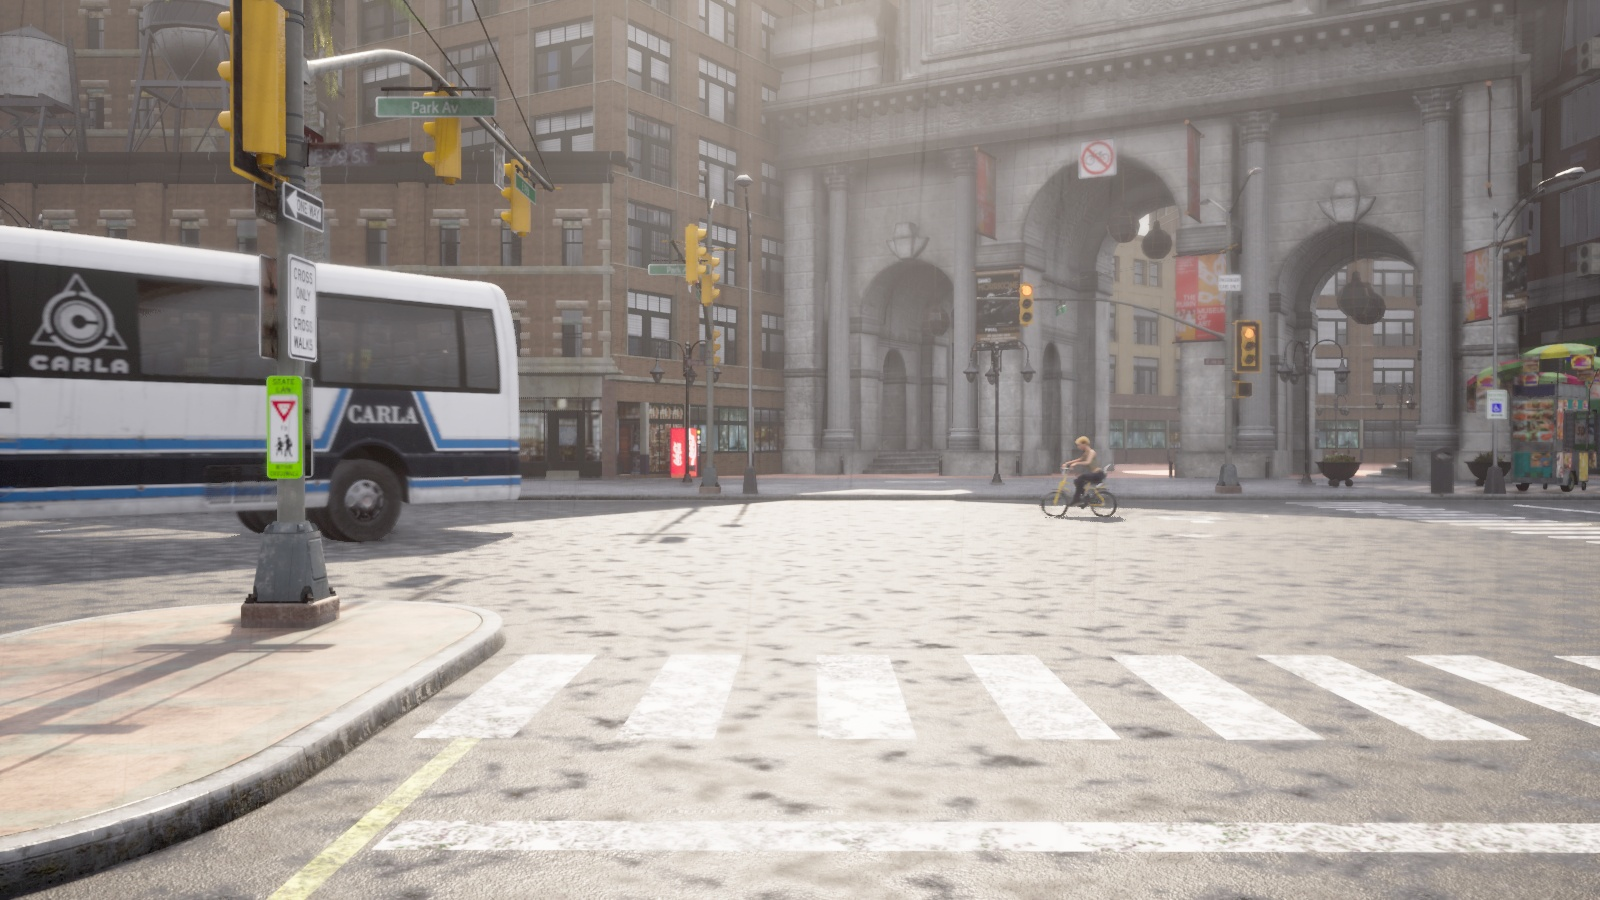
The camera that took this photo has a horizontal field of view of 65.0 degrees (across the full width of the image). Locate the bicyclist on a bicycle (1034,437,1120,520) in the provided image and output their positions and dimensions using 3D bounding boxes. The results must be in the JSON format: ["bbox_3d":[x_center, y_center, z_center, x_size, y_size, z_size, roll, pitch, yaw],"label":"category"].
[{"bbox_3d":[5.458,0.547,24.843,1.509,1.612,0.866,0,0,1],"label":"bicyclist on a bicycle"}]

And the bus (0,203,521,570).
[{"bbox_3d":[-9.320,-0.737,17.640,3.944,4.253,10.273,-1,0,39],"label":"bus"}]
